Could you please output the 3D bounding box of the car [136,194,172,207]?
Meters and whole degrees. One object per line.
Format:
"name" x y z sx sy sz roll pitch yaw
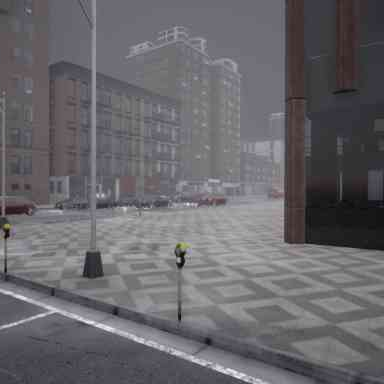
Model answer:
"car" -4.695 1.047 41.765 1.812 1.442 4.674 0 1 36

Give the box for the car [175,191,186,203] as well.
"car" -1.870 0.731 51.219 2.097 1.767 4.553 0 1 36

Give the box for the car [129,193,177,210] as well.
"car" -4.176 1.098 36.583 1.837 1.490 4.892 0 1 36

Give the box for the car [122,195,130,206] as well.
"car" -7.562 1.015 43.341 1.837 1.490 4.892 0 1 36

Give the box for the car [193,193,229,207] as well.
"car" 2.651 0.862 40.511 2.097 1.767 4.553 0 1 36

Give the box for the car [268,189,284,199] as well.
"car" 16.897 0.332 65.901 2.150 2.045 5.566 0 1 36

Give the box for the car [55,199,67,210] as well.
"car" -12.724 1.195 36.199 1.994 1.385 4.181 0 1 34

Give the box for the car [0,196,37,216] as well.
"car" -15.246 1.125 27.090 2.097 1.767 4.553 0 1 36

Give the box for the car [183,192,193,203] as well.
"car" 1.128 0.951 49.808 1.994 1.385 4.181 0 1 36

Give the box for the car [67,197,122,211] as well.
"car" -10.001 1.247 34.388 1.895 1.301 4.718 0 1 36
